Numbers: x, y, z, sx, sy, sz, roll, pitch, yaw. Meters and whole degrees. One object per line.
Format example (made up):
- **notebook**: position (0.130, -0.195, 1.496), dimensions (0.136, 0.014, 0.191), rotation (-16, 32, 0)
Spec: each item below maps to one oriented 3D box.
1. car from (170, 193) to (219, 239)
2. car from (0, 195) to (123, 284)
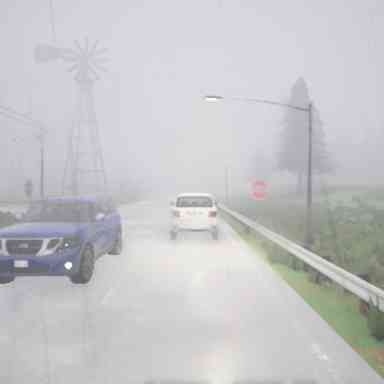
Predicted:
- **car**: position (0.100, 1.062, 16.367), dimensions (2.150, 2.045, 5.566), rotation (0, 1, 0)
- **car**: position (-3.532, 1.129, 9.684), dimensions (2.150, 2.045, 5.566), rotation (0, 0, 1)
